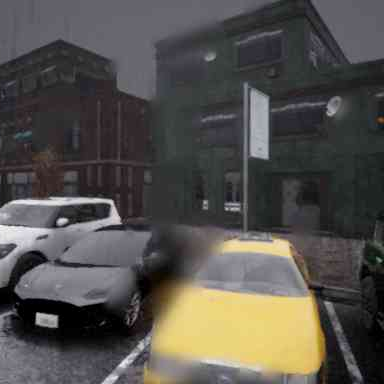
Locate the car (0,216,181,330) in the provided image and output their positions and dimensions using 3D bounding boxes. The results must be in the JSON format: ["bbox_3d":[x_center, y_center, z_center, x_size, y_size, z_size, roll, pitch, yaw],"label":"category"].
[{"bbox_3d":[-1.444,1.479,7.120,2.163,1.488,4.792,1,0,16],"label":"car"}]

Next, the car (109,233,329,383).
[{"bbox_3d":[0.958,1.465,5.222,1.946,1.575,5.366,1,0,16],"label":"car"}]

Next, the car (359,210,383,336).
[{"bbox_3d":[3.460,1.240,3.634,2.435,2.045,5.566,1,-1,15],"label":"car"}]

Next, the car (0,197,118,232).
[{"bbox_3d":[-3.880,1.178,8.871,2.435,2.045,5.566,1,0,16],"label":"car"}]

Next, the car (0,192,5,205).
[{"bbox_3d":[-33.052,0.932,52.843,5.566,2.045,2.435,1,1,14],"label":"car"}]
